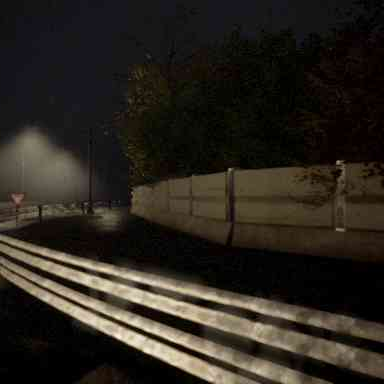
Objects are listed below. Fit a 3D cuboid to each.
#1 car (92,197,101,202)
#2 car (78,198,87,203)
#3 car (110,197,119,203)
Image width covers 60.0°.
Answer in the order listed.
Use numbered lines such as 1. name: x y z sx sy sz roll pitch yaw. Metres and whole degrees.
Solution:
1. car: -25.413 2.093 88.285 2.097 1.767 4.553 0 0 -18
2. car: -28.790 2.259 87.362 1.837 1.490 4.892 0 0 -18
3. car: -20.477 2.175 88.176 1.882 1.535 5.008 0 0 -3
